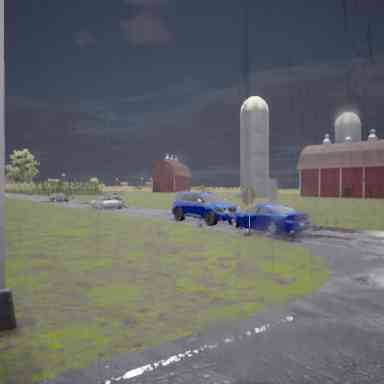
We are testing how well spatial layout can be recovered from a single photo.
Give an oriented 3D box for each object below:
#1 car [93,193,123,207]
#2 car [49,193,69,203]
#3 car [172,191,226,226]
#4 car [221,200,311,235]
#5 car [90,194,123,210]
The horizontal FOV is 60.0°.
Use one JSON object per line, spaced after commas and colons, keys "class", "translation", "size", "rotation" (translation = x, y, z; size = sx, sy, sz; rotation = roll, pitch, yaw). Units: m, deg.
{"class": "car", "translation": [-10.636, 0.982, 41.926], "size": [1.837, 1.490, 4.892], "rotation": [0, 1, -37]}
{"class": "car", "translation": [-19.755, 0.890, 49.420], "size": [1.837, 1.490, 4.892], "rotation": [0, 1, -37]}
{"class": "car", "translation": [0.839, 1.006, 22.051], "size": [2.150, 2.045, 5.566], "rotation": [0, 2, -37]}
{"class": "car", "translation": [3.992, 1.352, 17.926], "size": [1.882, 1.535, 5.008], "rotation": [-4, 3, -31]}
{"class": "car", "translation": [-9.044, 1.173, 35.094], "size": [1.895, 1.301, 4.718], "rotation": [0, 1, -37]}
